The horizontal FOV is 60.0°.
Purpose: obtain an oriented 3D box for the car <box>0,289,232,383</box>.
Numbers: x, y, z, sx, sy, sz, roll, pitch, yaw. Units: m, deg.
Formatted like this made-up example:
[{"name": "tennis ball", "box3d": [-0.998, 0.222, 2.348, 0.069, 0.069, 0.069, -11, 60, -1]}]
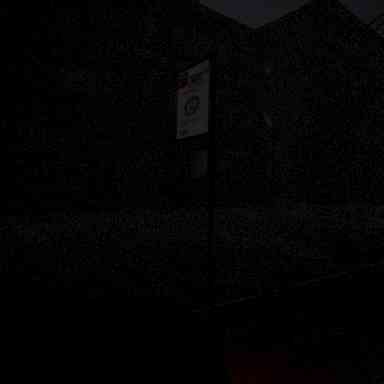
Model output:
[{"name": "car", "box3d": [-2.025, 1.477, 1.823, 5.008, 1.535, 1.882, 0, 0, -35]}]
